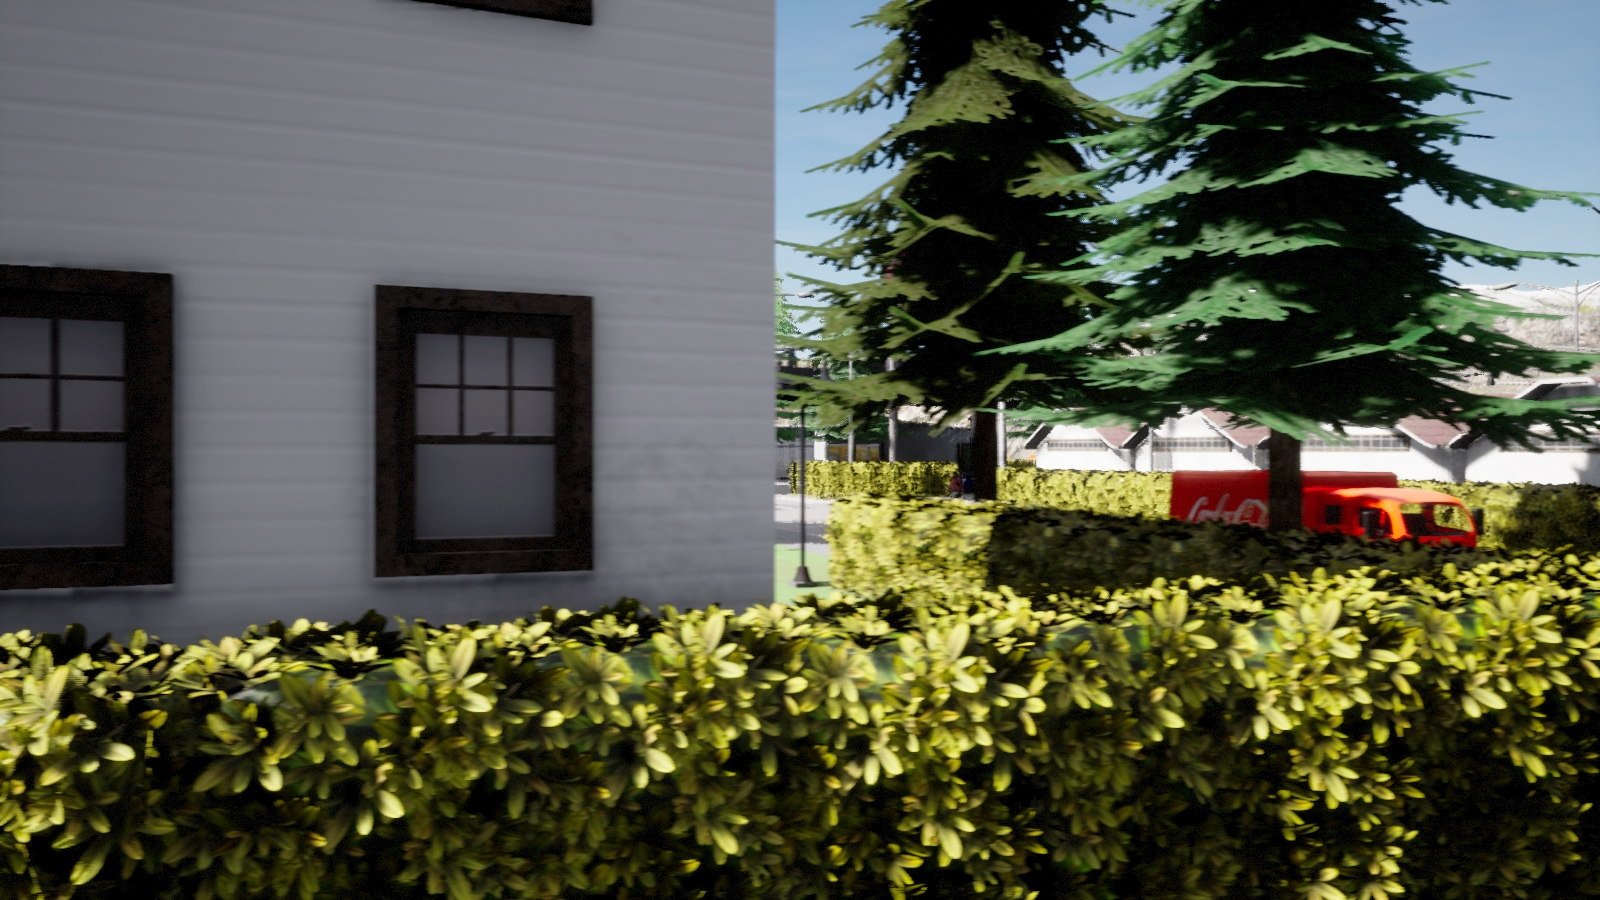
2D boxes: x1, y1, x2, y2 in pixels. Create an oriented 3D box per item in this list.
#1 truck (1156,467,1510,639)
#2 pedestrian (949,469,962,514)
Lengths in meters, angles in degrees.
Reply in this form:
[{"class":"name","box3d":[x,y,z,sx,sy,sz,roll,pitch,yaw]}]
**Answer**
[{"class":"truck","box3d":[8.947,1.564,19.821,2.627,2.467,5.204,0,0,-21]},{"class":"pedestrian","box3d":[6.358,1.692,46.693,0.375,1.860,0.375,0,0,-25]}]
